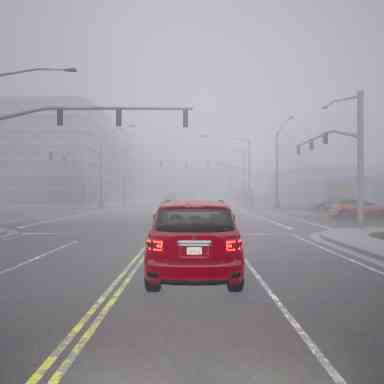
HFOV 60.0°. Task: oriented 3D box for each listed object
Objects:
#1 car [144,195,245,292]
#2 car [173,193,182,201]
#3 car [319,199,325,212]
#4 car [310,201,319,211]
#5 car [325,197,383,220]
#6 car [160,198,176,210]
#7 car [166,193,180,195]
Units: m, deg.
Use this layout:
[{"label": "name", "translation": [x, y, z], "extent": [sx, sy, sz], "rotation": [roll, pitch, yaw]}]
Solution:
[{"label": "car", "translation": [0.057, 1.221, 9.054], "extent": [2.150, 2.045, 5.566], "rotation": [0, 0, 0]}, {"label": "car", "translation": [-3.641, 1.225, 84.455], "extent": [2.150, 2.045, 5.566], "rotation": [0, 0, 0]}, {"label": "car", "translation": [16.553, 1.478, 35.091], "extent": [5.008, 1.535, 1.882], "rotation": [0, 0, 0]}, {"label": "car", "translation": [16.094, 1.352, 38.598], "extent": [4.553, 1.767, 2.097], "rotation": [0, 0, 0]}, {"label": "car", "translation": [14.041, 1.352, 27.896], "extent": [4.553, 1.767, 2.097], "rotation": [0, 0, 2]}, {"label": "car", "translation": [-3.262, 1.543, 44.230], "extent": [1.994, 1.385, 4.181], "rotation": [0, 0, -5]}, {"label": "car", "translation": [-3.683, 1.223, 57.821], "extent": [2.150, 2.045, 5.566], "rotation": [0, 0, 0]}]
